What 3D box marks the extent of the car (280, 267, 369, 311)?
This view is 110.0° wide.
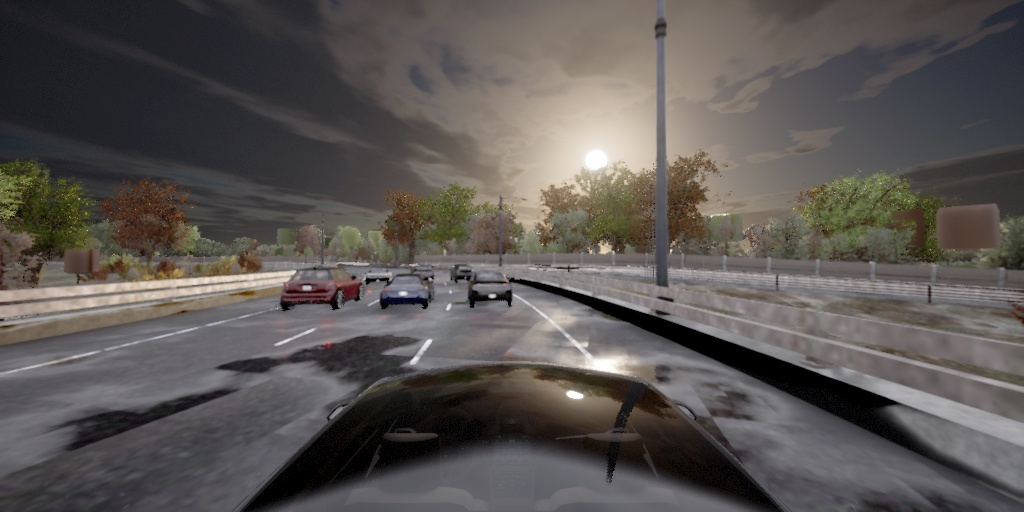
[{"bbox_3d":[-8.060,1.259,15.686,2.097,1.767,4.553,0,-1,-8],"label":"car"}]

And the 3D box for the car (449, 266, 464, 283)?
[{"bbox_3d":[-4.512,1.592,32.475,1.837,1.490,4.892,0,0,-16],"label":"car"}]

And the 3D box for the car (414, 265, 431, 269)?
[{"bbox_3d":[-7.893,1.571,31.569,2.128,1.511,4.902,0,0,-16],"label":"car"}]

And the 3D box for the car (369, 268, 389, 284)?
[{"bbox_3d":[-11.195,1.670,30.410,1.895,1.301,4.718,0,-1,-16],"label":"car"}]

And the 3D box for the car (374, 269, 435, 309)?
[{"bbox_3d":[-4.589,1.474,16.151,1.994,1.385,4.181,0,-1,-8],"label":"car"}]

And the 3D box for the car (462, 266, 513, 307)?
[{"bbox_3d":[-1.121,1.404,16.617,2.128,1.511,4.902,0,0,-8],"label":"car"}]
